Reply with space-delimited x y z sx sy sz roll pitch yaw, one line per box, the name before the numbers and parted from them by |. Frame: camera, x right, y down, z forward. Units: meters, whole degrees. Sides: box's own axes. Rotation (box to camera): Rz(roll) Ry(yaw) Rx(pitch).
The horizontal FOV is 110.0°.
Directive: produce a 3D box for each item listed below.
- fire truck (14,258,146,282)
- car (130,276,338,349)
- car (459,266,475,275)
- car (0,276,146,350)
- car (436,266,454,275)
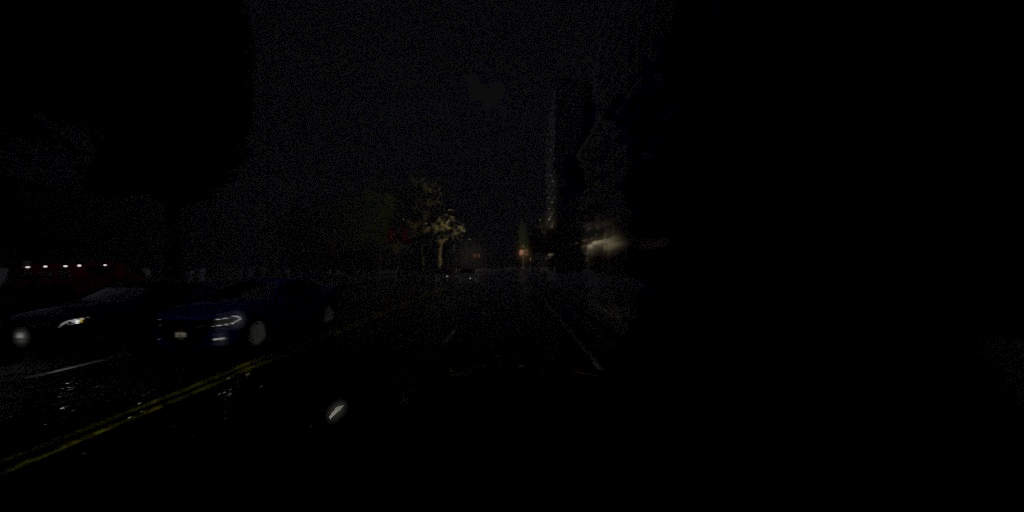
fire truck | -43.472 2.217 36.703 2.891 3.827 8.468 -1 0 45
car | -6.604 1.328 9.640 1.882 1.535 5.008 0 -1 0
car | -6.522 2.064 52.154 1.895 1.301 4.718 0 -1 0
car | -9.853 1.375 9.540 1.812 1.442 4.674 0 -1 0
car | -9.772 2.064 52.153 1.895 1.301 4.718 0 -1 0
